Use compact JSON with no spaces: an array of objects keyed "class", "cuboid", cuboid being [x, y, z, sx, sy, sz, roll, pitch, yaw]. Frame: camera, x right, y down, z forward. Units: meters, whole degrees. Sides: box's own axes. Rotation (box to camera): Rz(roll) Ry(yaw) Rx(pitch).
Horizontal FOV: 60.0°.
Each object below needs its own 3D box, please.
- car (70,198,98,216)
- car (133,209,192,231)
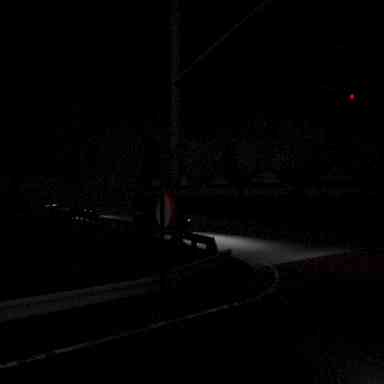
[{"class":"car","cuboid":[-11.344,1.696,34.801,1.837,1.490,4.892,0,0,-34]},{"class":"car","cuboid":[-2.012,1.792,21.465,1.895,1.301,4.718,0,0,-35]}]
